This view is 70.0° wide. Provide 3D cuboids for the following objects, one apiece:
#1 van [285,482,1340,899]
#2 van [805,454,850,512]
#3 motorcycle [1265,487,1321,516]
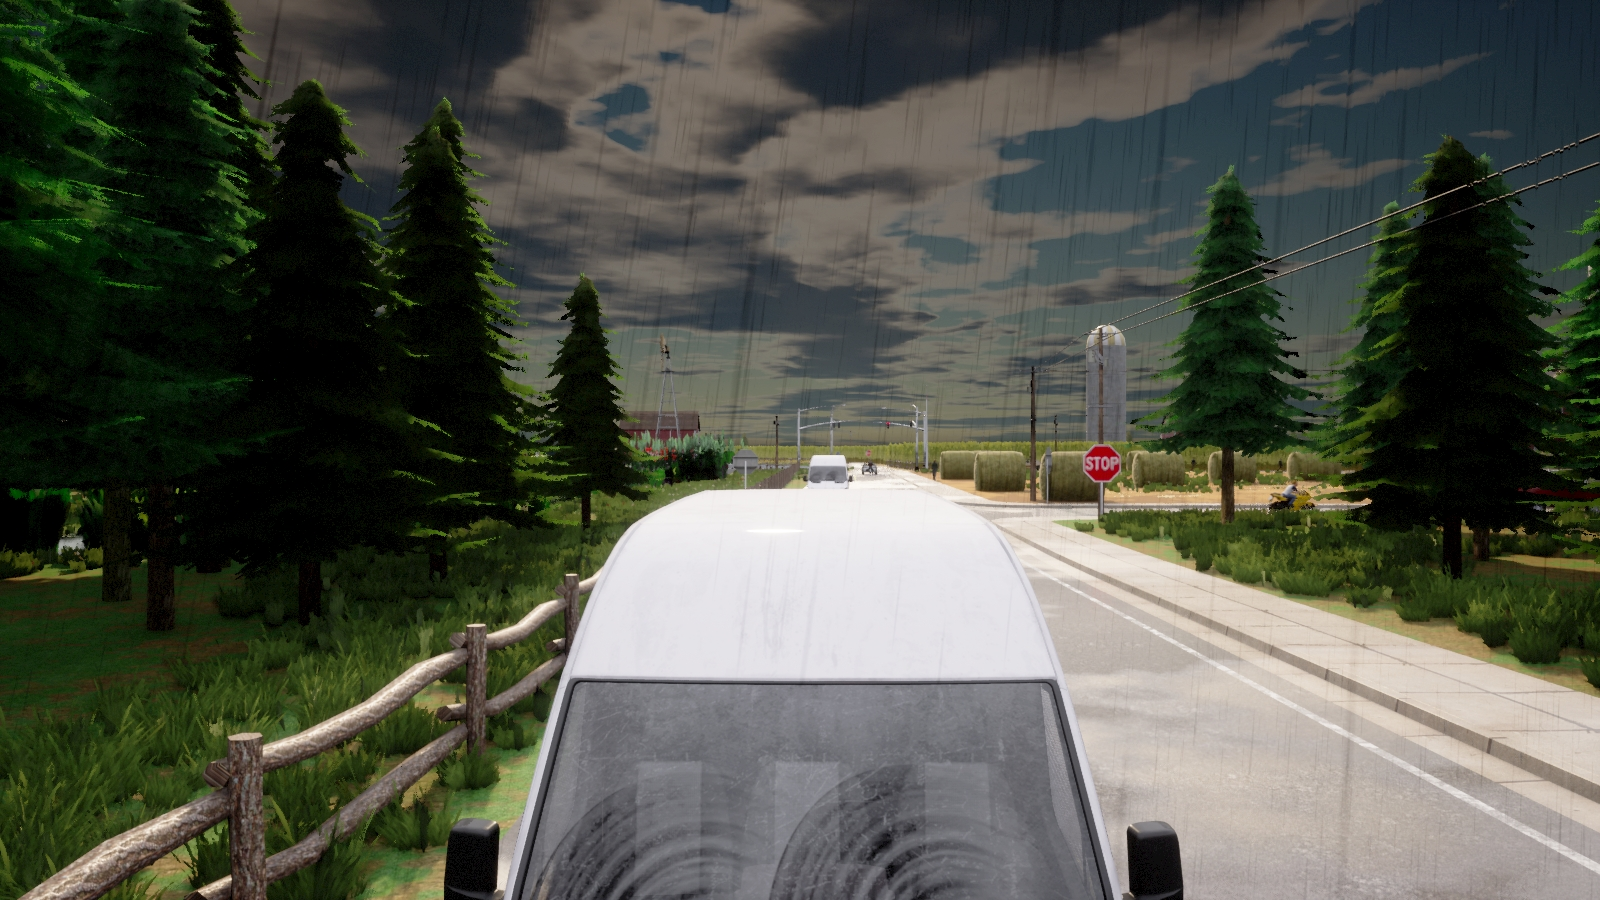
[{"bbox_3d":[0.056,1.508,5.110,1.988,2.561,5.915,0,0,1],"label":"van"},{"bbox_3d":[1.338,1.503,54.126,1.988,2.561,5.915,0,0,2],"label":"van"},{"bbox_3d":[21.159,2.186,49.055,2.033,1.199,0.803,0,0,-1],"label":"motorcycle"}]
